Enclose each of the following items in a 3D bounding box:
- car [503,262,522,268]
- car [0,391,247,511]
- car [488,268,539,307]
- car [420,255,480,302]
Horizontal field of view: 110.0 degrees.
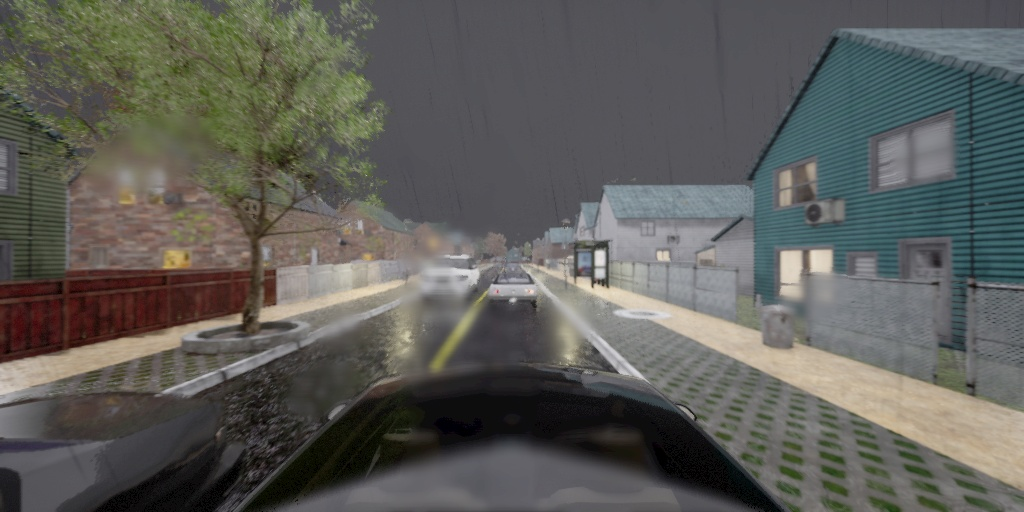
[{"bbox_3d":[0.086,1.314,36.987,2.033,1.411,5.357,0,0,0],"label":"car"},{"bbox_3d":[-2.829,1.300,0.155,2.033,1.411,5.357,0,0,0],"label":"car"},{"bbox_3d":[0.070,1.346,15.425,1.895,1.301,4.718,0,0,0],"label":"car"},{"bbox_3d":[-2.802,0.971,17.454,2.150,2.045,5.566,0,0,0],"label":"car"}]
